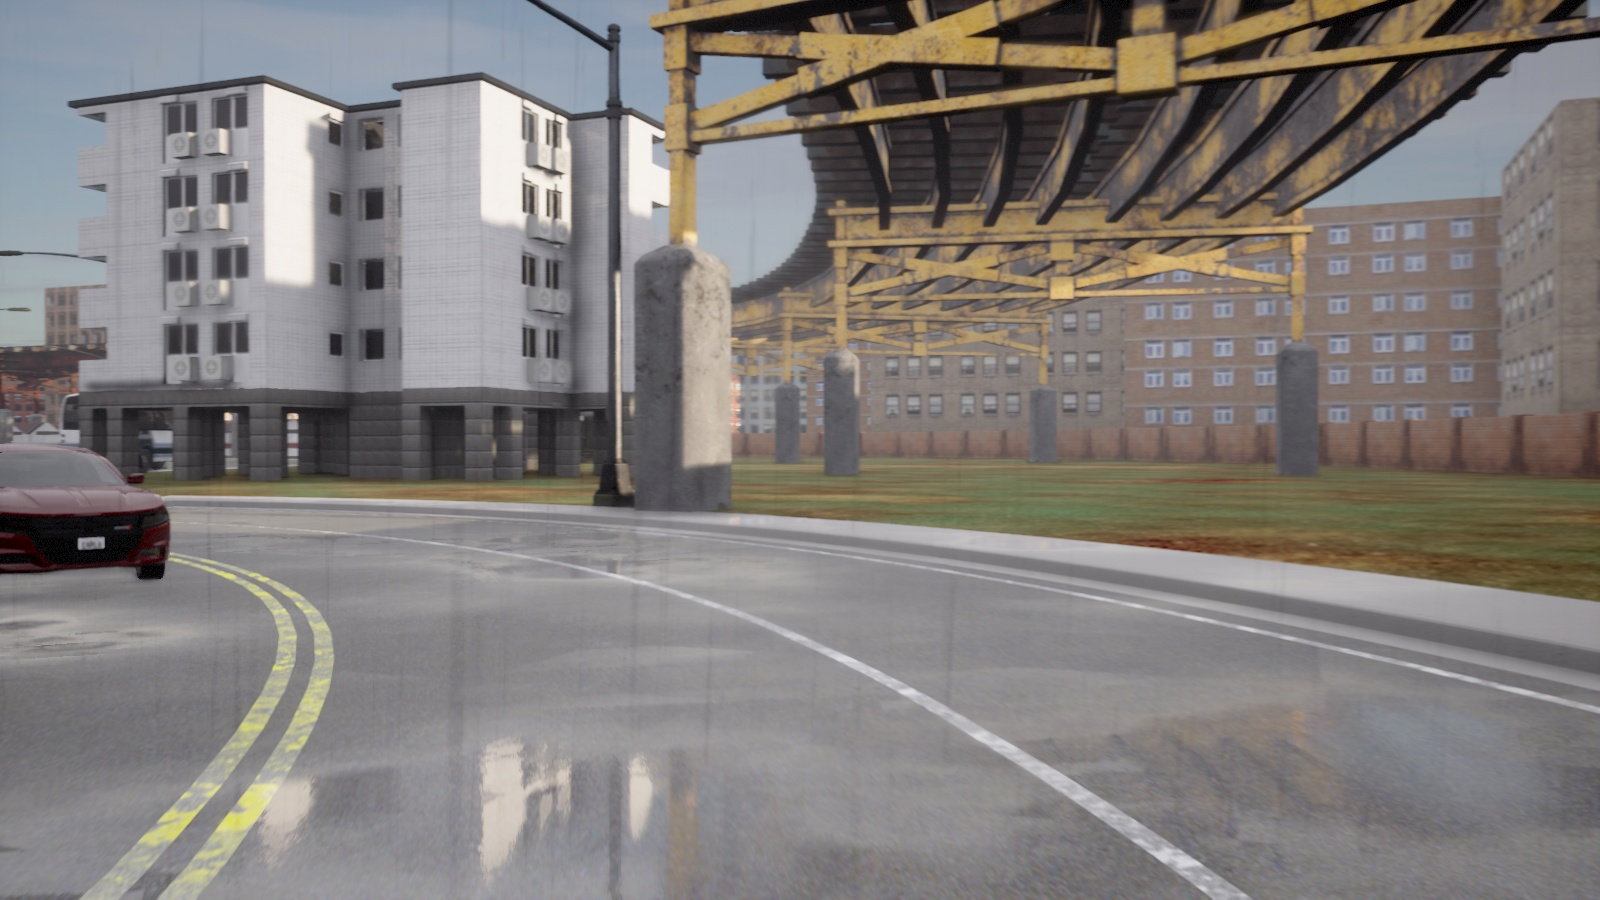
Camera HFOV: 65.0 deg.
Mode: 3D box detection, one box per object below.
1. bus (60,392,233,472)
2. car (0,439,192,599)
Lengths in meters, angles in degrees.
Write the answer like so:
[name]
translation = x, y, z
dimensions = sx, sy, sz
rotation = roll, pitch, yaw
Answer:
[bus]
translation = -37.300, -1.012, 72.311
dimensions = 3.944, 4.253, 10.273
rotation = 0, 0, 5
[car]
translation = -8.783, 0.649, 14.360
dimensions = 1.882, 1.535, 5.008
rotation = 0, 0, -43
